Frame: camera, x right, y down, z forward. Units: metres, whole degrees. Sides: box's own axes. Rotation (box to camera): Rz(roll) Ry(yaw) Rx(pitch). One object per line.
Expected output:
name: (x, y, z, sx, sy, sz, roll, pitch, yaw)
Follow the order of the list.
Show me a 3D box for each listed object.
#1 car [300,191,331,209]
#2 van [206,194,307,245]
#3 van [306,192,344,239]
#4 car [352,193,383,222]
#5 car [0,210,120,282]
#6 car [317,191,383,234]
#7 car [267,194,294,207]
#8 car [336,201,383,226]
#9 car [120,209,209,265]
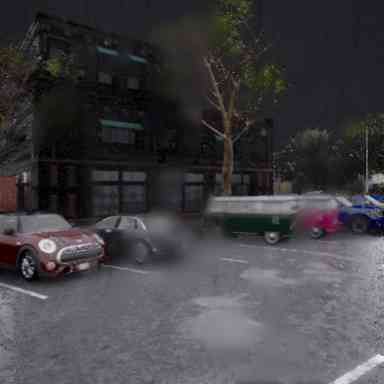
car: (16.416, 0.978, 44.090, 2.435, 2.045, 5.566, 0, 1, 36)
van: (2.531, 1.192, 15.036, 4.442, 1.987, 1.878, -1, 0, 34)
van: (4.939, 1.173, 16.755, 4.442, 1.987, 1.878, -1, 0, 34)
car: (14.641, 1.066, 23.579, 5.566, 2.045, 2.435, -1, 0, 35)
car: (-4.615, 1.350, 9.830, 4.553, 1.767, 2.185, -1, -1, 35)
car: (7.471, 1.125, 18.403, 5.566, 2.045, 2.435, -1, -1, 34)
car: (13.159, 1.223, 49.244, 1.946, 1.575, 5.366, -1, 1, 36)
car: (12.292, 1.366, 21.851, 4.792, 1.488, 2.163, -1, -1, 34)
car: (-2.176, 1.457, 11.534, 4.892, 1.521, 2.231, -1, 0, 34)
